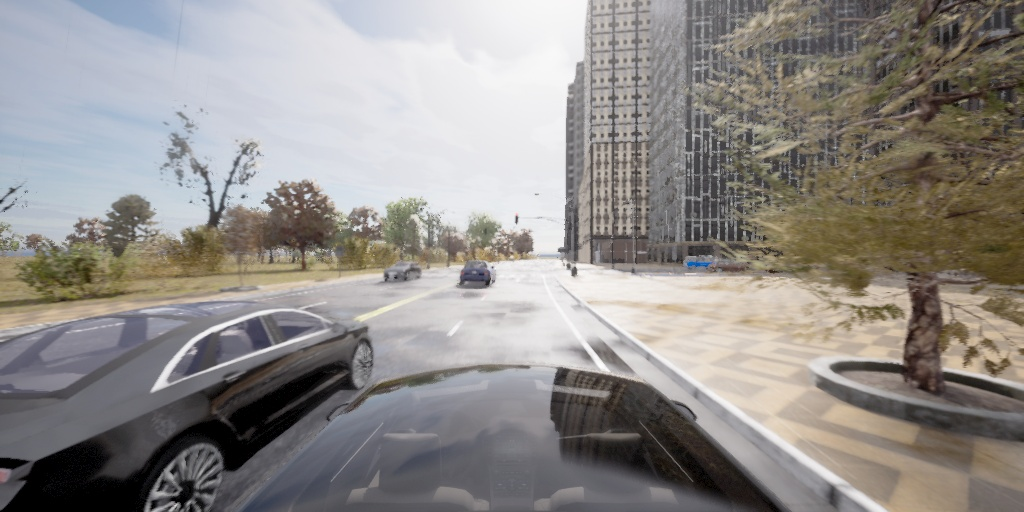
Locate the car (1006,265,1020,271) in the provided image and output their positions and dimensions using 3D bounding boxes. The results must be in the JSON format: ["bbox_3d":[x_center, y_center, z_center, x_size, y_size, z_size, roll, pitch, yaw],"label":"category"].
[{"bbox_3d":[51.336,0.821,34.058,5.009,1.841,2.192,0,0,8],"label":"car"}]

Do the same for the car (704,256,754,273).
[{"bbox_3d":[23.149,1.072,37.864,4.097,1.591,1.967,0,0,8],"label":"car"}]

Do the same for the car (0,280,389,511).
[{"bbox_3d":[-3.123,1.231,3.855,2.128,1.511,4.902,0,0,0],"label":"car"}]

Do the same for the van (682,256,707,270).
[{"bbox_3d":[24.359,0.942,46.402,3.998,1.789,1.690,0,0,8],"label":"van"}]

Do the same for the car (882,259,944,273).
[{"bbox_3d":[40.067,1.138,35.629,4.207,1.307,1.802,0,0,8],"label":"car"}]

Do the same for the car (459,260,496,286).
[{"bbox_3d":[-2.347,1.091,25.679,2.097,1.767,4.553,0,0,4],"label":"car"}]

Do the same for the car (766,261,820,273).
[{"bbox_3d":[28.791,1.173,37.134,4.313,1.339,1.948,0,0,8],"label":"car"}]

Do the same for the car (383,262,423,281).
[{"bbox_3d":[-8.777,1.211,29.184,2.128,1.511,4.902,0,0,4],"label":"car"}]
